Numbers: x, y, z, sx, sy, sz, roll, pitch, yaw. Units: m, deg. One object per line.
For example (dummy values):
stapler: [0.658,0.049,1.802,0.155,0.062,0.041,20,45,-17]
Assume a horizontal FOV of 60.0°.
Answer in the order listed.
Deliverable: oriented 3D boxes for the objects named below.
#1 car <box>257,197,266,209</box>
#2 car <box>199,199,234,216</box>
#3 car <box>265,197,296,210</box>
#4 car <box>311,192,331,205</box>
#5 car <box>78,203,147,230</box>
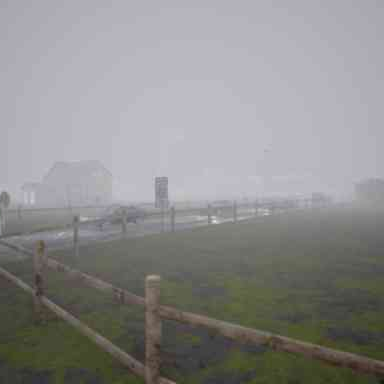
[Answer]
car: [9.721,1.412,43.022,1.837,1.490,4.892,-1,0,34]
car: [2.557,1.471,32.565,1.837,1.490,4.892,-1,-1,34]
car: [11.058,1.426,39.804,2.033,1.411,5.357,-1,0,34]
car: [21.327,1.010,54.857,2.150,2.045,5.566,-1,0,34]
car: [-5.018,1.513,21.468,2.128,1.511,4.902,-1,0,34]
